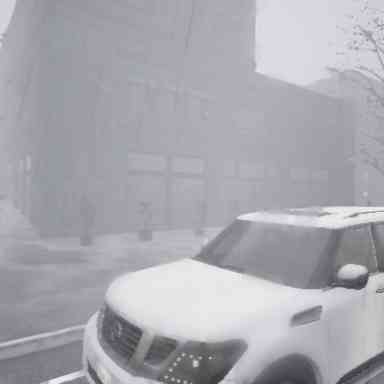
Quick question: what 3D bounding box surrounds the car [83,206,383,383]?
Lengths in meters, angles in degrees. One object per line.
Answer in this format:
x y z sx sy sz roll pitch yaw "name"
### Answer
1.512 1.243 4.442 5.566 2.045 2.150 1 0 -35 "car"
